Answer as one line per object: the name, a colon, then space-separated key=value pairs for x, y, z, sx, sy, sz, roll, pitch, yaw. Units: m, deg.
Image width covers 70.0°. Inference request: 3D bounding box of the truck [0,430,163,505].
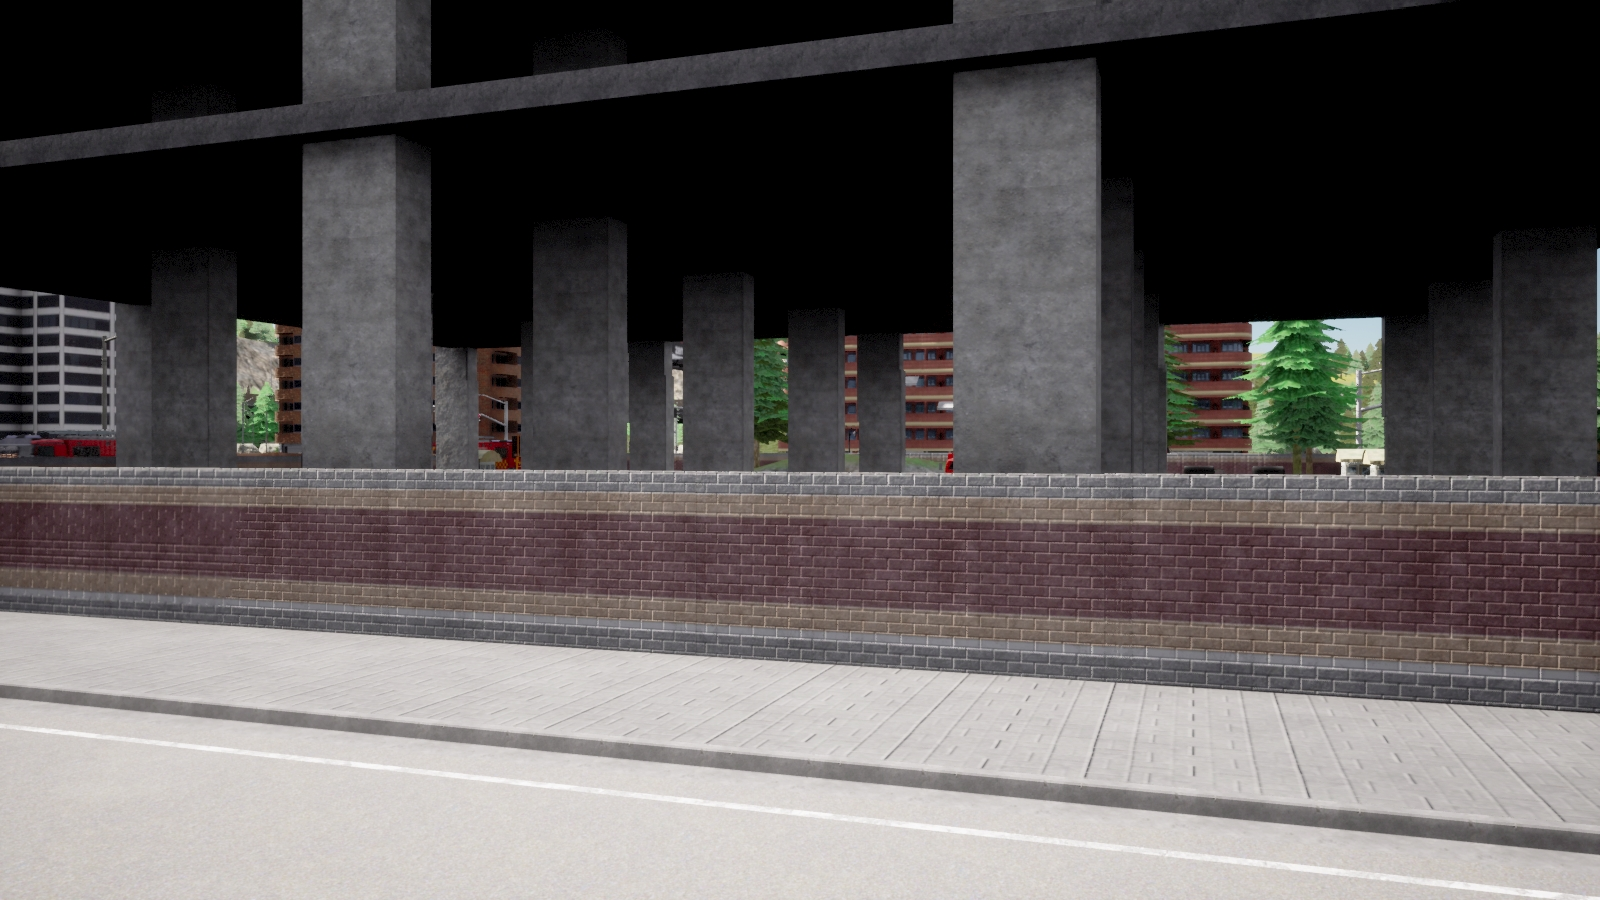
truck: x=-39.491 y=0.890 z=62.300 sx=2.891 sy=3.827 sz=8.468 roll=0 pitch=0 yaw=19
